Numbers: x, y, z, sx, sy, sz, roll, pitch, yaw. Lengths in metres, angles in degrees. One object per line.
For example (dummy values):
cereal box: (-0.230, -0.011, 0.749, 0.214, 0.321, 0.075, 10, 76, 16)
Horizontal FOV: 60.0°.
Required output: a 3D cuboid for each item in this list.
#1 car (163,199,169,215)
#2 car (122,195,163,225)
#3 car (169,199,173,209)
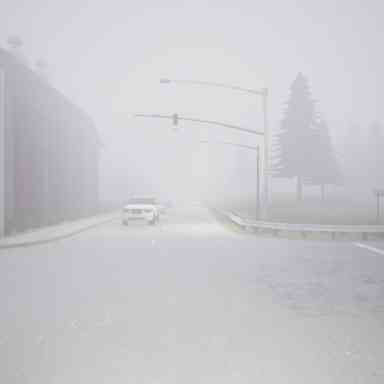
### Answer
car: (-3.724, 1.595, 34.734, 1.812, 1.442, 4.674, 0, 0, 0)
car: (-3.680, 1.272, 24.721, 2.150, 2.045, 5.566, 0, 0, 0)
car: (-3.772, 1.694, 48.147, 1.895, 1.301, 4.718, 0, 0, 0)
